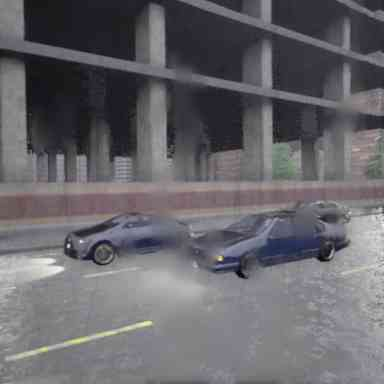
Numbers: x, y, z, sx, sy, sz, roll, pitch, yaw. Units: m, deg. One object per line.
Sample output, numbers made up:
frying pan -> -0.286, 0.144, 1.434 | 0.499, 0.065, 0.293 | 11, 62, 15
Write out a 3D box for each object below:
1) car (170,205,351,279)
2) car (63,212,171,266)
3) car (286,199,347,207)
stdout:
car -> 2.302, 1.331, 9.548 | 5.357, 1.411, 2.033 | -2, 1, -32
car -> -1.984, 1.380, 10.977 | 4.181, 1.385, 1.994 | -1, 1, -32
car -> 5.421, 1.113, 15.661 | 4.902, 1.511, 2.128 | -2, 1, -32
